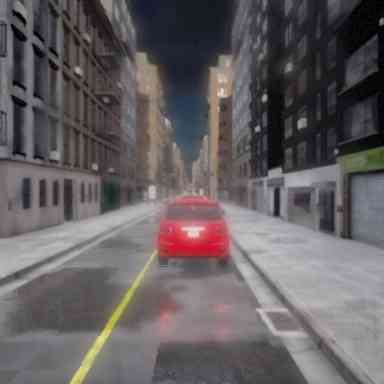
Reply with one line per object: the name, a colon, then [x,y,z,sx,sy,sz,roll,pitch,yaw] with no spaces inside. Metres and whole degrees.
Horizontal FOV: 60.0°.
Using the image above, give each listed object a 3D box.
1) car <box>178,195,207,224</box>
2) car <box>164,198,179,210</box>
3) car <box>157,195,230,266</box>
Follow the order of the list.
car: [0.053,1.287,26.934,2.150,2.045,5.566,0,0,0]
car: [-2.843,1.627,46.287,1.812,1.442,4.674,0,0,0]
car: [0.057,1.251,11.755,2.150,2.045,5.566,0,0,0]
